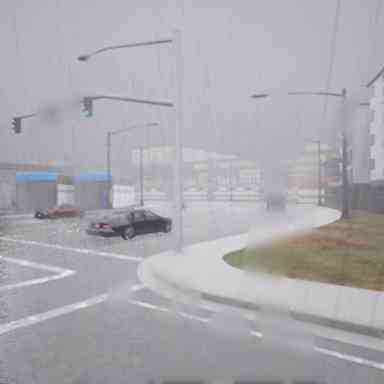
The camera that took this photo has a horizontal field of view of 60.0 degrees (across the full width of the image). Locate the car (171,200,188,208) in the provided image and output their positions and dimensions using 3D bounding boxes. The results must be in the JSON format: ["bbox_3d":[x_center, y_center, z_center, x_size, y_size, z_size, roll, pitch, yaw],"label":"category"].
[{"bbox_3d":[-1.912,1.851,50.897,1.895,1.301,4.718,0,0,8],"label":"car"}]

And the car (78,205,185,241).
[{"bbox_3d":[-2.956,1.649,17.620,2.033,1.411,5.357,-1,0,36],"label":"car"}]

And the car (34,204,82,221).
[{"bbox_3d":[-11.712,1.779,29.585,1.994,1.385,4.181,-1,0,35],"label":"car"}]

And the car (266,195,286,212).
[{"bbox_3d":[10.560,1.348,41.846,2.150,2.045,5.566,0,0,15],"label":"car"}]
